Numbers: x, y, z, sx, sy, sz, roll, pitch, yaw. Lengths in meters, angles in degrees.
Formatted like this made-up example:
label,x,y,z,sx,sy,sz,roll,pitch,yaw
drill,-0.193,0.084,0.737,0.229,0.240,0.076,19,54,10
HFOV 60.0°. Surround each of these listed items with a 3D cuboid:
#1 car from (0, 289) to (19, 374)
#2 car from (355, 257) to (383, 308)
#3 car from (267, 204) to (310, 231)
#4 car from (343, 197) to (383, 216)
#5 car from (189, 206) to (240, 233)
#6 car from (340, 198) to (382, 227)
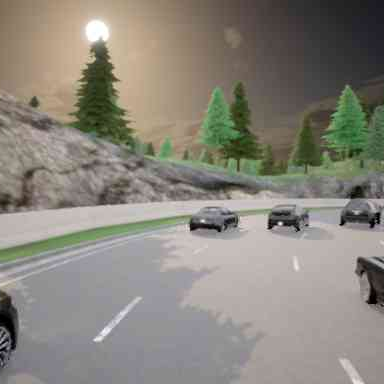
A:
label,x,y,z,sx,sy,sz,roll,pitch,yaw
car,-3.268,1.458,2.412,2.128,1.511,4.902,0,0,4
car,4.189,1.629,5.113,1.895,1.301,4.718,0,0,8
car,6.108,1.524,20.789,1.837,1.490,4.892,0,0,28
car,17.635,1.452,34.152,4.553,1.767,2.097,0,0,-39
car,1.437,1.543,19.930,1.994,1.385,4.181,0,0,25
car,12.013,1.420,23.531,2.097,1.767,4.553,1,0,35
